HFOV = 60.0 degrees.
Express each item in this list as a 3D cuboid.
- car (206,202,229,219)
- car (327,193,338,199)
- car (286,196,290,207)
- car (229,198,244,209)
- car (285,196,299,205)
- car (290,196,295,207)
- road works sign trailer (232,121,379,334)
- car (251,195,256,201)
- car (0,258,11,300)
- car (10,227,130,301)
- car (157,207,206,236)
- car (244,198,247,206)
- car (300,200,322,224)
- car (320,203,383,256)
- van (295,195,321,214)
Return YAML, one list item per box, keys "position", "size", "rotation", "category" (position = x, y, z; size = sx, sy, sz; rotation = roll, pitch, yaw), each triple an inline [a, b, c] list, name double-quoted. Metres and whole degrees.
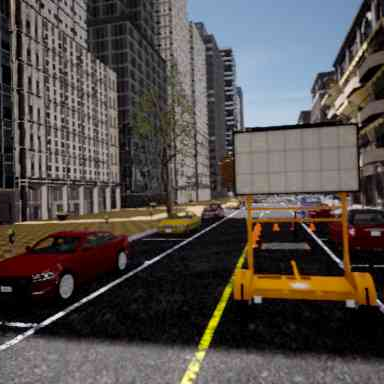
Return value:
- position: [1.957, 1.720, 30.408]
  size: [1.802, 1.307, 4.206]
  rotation: [-2, 0, 13]
  category: "car"
- position: [31.516, 0.830, 71.717]
  size: [4.403, 1.369, 2.008]
  rotation: [-3, 0, 13]
  category: "car"
- position: [13.975, 1.400, 44.591]
  size: [2.008, 1.369, 4.403]
  rotation: [-2, 0, 13]
  category: "car"
- position: [5.790, 1.651, 46.382]
  size: [1.752, 1.417, 4.829]
  rotation: [-2, 0, 13]
  category: "car"
- position: [16.558, 1.395, 55.352]
  size: [2.008, 1.369, 4.403]
  rotation: [-2, 0, 13]
  category: "car"
- position: [11.388, 1.298, 33.833]
  size: [1.967, 1.590, 4.097]
  rotation: [-2, 0, 13]
  category: "car"
- position: [2.098, 0.439, 6.791]
  size: [2.380, 3.560, 2.880]
  rotation: [-2, 0, 13]
  category: "road works sign trailer"
- position: [15.967, 1.439, 88.802]
  size: [2.192, 1.841, 5.009]
  rotation: [-2, 0, 13]
  category: "car"
- position: [-4.502, 1.719, 3.509]
  size: [2.008, 1.369, 4.403]
  rotation: [-2, 0, 13]
  category: "car"
- position: [-3.211, 1.706, 8.888]
  size: [1.887, 1.381, 4.507]
  rotation: [-2, 0, 13]
  category: "car"
- position: [-0.668, 1.673, 19.483]
  size: [1.752, 1.417, 4.829]
  rotation: [-2, 0, 13]
  category: "car"
- position: [8.413, 1.665, 57.307]
  size: [1.887, 1.381, 4.507]
  rotation: [-2, 0, 13]
  category: "car"
- position: [8.809, 1.448, 23.073]
  size: [1.802, 1.307, 4.206]
  rotation: [-2, 0, 13]
  category: "car"
- position: [6.222, 1.318, 12.313]
  size: [1.967, 1.590, 4.097]
  rotation: [-2, 0, 13]
  category: "car"
- position: [10.093, 1.203, 28.453]
  size: [1.690, 1.788, 3.998]
  rotation: [-2, 0, 13]
  category: "van"
